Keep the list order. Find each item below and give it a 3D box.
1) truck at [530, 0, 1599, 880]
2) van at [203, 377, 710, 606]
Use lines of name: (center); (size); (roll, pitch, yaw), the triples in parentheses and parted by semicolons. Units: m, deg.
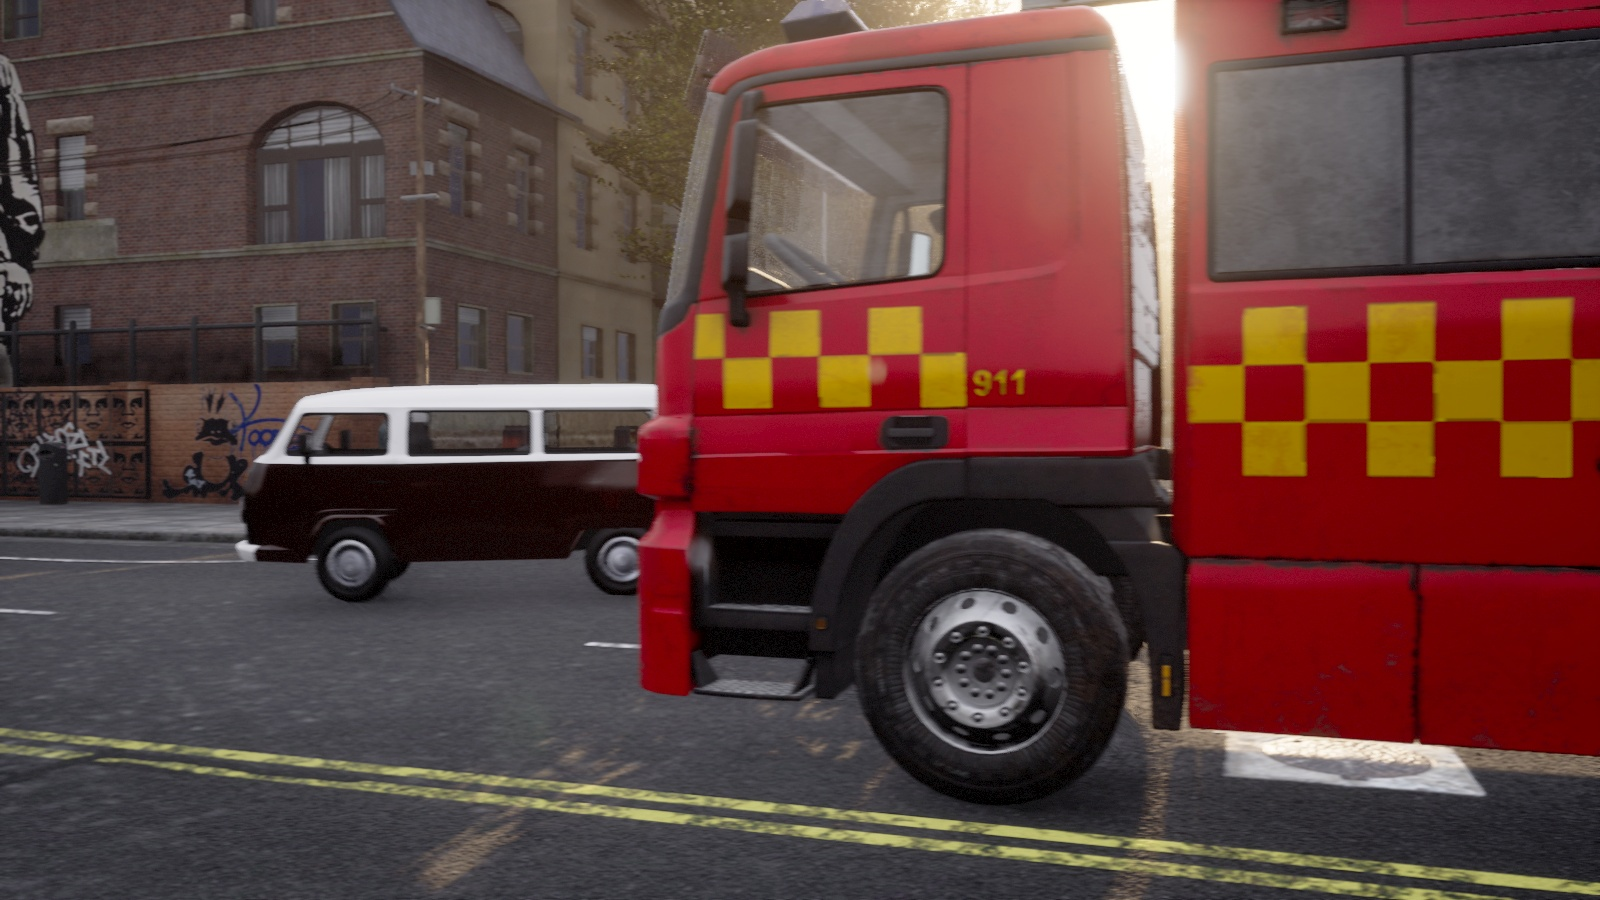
truck: (3.236, -0.419, 5.780); (8.468, 3.827, 2.891); (1, 1, 19)
van: (-3.229, 0.337, 12.498); (4.480, 2.038, 2.069); (0, 2, -9)
